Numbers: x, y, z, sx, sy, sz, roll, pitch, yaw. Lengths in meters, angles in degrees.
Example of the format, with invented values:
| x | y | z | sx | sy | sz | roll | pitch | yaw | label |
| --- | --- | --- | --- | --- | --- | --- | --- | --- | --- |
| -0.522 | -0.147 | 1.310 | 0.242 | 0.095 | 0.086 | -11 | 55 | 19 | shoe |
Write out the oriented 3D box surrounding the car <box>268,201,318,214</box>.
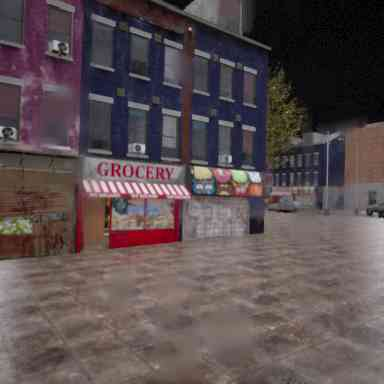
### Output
| x | y | z | sx | sy | sz | roll | pitch | yaw | label |
| --- | --- | --- | --- | --- | --- | --- | --- | --- | --- |
| 10.590 | 1.648 | 35.423 | 2.033 | 1.411 | 5.357 | 2 | -2 | -35 | car |

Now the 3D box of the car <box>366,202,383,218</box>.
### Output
| x | y | z | sx | sy | sz | roll | pitch | yaw | label |
| --- | --- | --- | --- | --- | --- | --- | --- | --- | --- |
| 16.663 | 1.526 | 26.772 | 1.837 | 1.490 | 4.892 | 2 | -2 | -34 | car |
